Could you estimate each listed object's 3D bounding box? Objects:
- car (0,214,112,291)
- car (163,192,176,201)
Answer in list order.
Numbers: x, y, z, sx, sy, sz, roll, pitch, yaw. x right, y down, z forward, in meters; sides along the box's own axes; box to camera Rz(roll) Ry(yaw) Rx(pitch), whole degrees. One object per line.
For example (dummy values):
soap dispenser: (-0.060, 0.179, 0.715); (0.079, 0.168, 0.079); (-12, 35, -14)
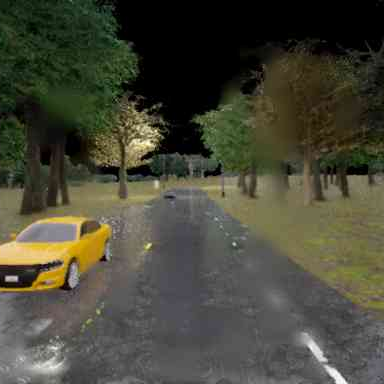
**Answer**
car: (-3.594, 1.442, 9.131); (1.882, 1.535, 5.008); (0, 1, 0)
car: (-3.533, 0.646, 52.320); (1.895, 1.301, 4.718); (0, 2, 1)
